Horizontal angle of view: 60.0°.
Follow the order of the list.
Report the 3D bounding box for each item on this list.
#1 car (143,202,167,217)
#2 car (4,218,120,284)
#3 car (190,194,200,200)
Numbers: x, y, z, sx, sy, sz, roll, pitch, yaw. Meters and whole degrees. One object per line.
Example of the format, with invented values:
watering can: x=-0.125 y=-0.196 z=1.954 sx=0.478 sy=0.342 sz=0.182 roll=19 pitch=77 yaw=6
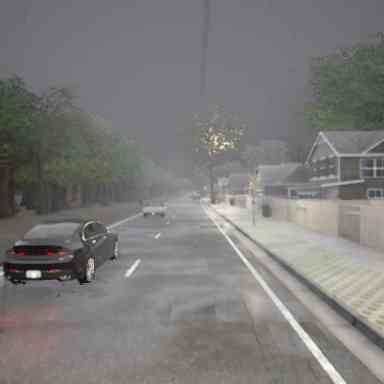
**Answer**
car: x=-3.401 y=1.620 z=31.390 sx=1.895 sy=1.301 sz=4.718 roll=0 pitch=0 yaw=0
car: x=-3.399 y=1.514 z=9.555 sx=1.837 sy=1.490 sz=4.892 roll=0 pitch=0 yaw=0
car: x=1.221 y=1.449 z=93.858 sx=2.097 sy=1.767 sz=4.553 roll=0 pitch=0 yaw=0
